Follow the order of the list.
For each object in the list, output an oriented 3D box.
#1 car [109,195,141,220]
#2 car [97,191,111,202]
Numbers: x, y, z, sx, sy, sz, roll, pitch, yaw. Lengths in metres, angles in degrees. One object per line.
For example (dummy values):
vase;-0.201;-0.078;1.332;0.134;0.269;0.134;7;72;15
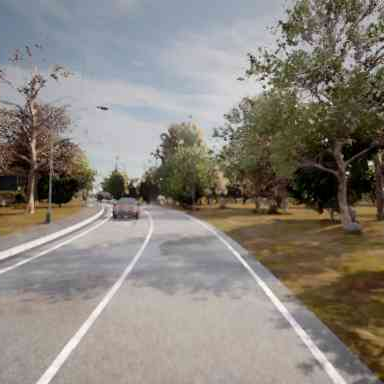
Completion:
car;-5.306;1.282;27.172;2.097;1.767;4.553;1;0;-9
car;-17.592;0.881;66.622;2.150;2.045;5.566;2;0;-25
